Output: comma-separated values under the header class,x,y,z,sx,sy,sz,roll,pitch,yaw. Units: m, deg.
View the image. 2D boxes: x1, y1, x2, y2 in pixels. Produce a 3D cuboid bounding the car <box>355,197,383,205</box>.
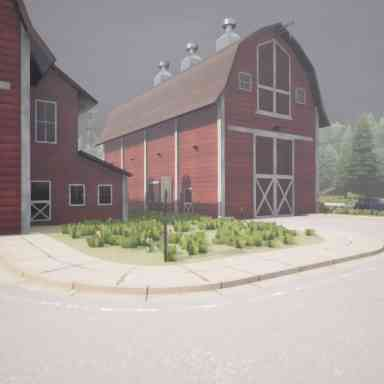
class,x,y,z,sx,sy,sz,roll,pitch,yaw
car,20.138,1.388,36.086,2.097,1.767,4.553,0,0,-34
